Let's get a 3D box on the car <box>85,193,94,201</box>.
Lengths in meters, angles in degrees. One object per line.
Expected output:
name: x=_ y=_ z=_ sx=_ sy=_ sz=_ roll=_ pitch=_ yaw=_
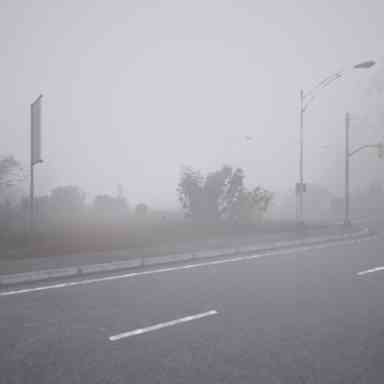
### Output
car: x=-27.753 y=1.392 z=87.936 sx=2.150 sy=2.045 sz=5.566 roll=0 pitch=0 yaw=-36

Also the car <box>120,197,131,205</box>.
car: x=-12.064 y=1.648 z=56.148 sx=1.837 sy=1.490 sz=4.892 roll=0 pitch=-1 yaw=-38
